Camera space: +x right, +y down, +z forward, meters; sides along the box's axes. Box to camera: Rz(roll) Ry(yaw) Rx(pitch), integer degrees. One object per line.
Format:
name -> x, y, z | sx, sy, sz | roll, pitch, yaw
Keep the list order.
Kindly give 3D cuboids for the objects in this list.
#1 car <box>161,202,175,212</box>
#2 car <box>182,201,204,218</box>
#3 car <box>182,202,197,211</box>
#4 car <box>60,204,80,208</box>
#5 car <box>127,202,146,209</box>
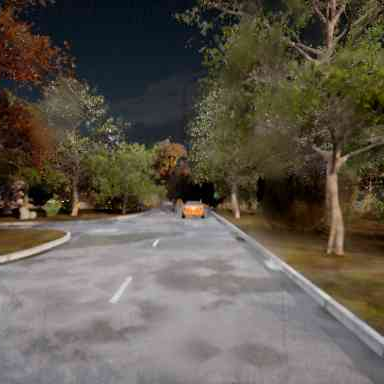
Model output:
car -> -3.333, 2.107, 47.066 | 1.812, 1.442, 4.674 | 0, -1, 0
car -> 0.106, 1.645, 33.296 | 2.097, 1.767, 4.553 | 0, -1, 0
car -> -0.422, 2.288, 53.757 | 1.994, 1.385, 4.181 | 0, -1, -8
car -> -24.849, 2.557, 65.905 | 5.008, 1.535, 1.882 | 0, -2, 4
car -> -11.591, 2.592, 65.821 | 4.892, 1.490, 1.837 | -2, -3, 14
